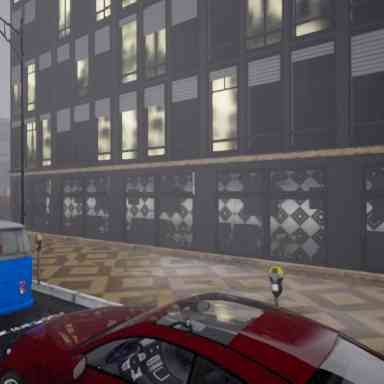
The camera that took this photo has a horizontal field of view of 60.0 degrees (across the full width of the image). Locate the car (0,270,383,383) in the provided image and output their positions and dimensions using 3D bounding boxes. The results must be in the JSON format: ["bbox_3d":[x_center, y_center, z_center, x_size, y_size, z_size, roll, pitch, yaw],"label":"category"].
[{"bbox_3d":[0.016,1.582,2.825,4.206,1.307,1.802,0,0,35],"label":"car"}]

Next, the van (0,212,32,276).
[{"bbox_3d":[-4.617,1.341,6.126,3.998,1.788,1.690,0,0,35],"label":"van"}]

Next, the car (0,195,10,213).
[{"bbox_3d":[-14.518,1.352,28.235,2.192,1.841,5.009,-1,-1,35],"label":"car"}]
